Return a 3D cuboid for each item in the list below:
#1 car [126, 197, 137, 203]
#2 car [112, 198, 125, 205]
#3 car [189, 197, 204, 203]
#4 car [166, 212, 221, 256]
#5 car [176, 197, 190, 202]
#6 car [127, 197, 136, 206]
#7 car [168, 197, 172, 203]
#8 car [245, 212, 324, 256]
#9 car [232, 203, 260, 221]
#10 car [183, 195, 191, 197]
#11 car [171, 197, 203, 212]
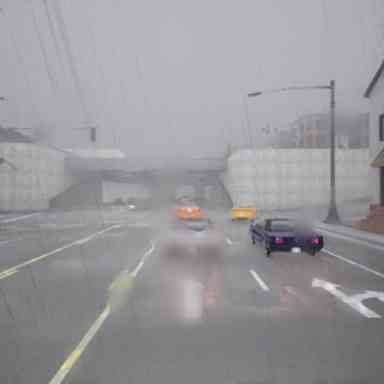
[{"bbox_3d":[-15.273,2.107,84.286,1.812,1.442,4.674,0,0,2],"label":"car"},{"bbox_3d":[-15.107,1.999,68.515,1.812,1.442,4.674,0,0,-1],"label":"car"},{"bbox_3d":[1.412,2.185,93.727,2.033,1.411,5.357,0,0,28],"label":"car"},{"bbox_3d":[0.061,1.695,13.497,1.895,1.301,4.718,0,0,0],"label":"car"},{"bbox_3d":[-2.450,2.102,93.614,1.882,1.535,5.008,0,0,24],"label":"car"},{"bbox_3d":[-11.595,1.992,68.037,2.128,1.511,4.902,0,0,-1],"label":"car"},{"bbox_3d":[-4.794,2.050,83.542,1.882,1.535,5.008,0,0,6],"label":"car"},{"bbox_3d":[3.561,1.695,13.508,1.895,1.301,4.718,0,0,0],"label":"car"},{"bbox_3d":[4.883,1.715,29.622,1.882,1.535,5.008,-1,0,19],"label":"car"},{"bbox_3d":[-1.285,1.803,83.661,2.150,2.045,5.566,0,0,6],"label":"car"},{"bbox_3d":[-0.455,1.569,29.686,2.097,1.767,4.553,0,0,-7],"label":"car"}]
